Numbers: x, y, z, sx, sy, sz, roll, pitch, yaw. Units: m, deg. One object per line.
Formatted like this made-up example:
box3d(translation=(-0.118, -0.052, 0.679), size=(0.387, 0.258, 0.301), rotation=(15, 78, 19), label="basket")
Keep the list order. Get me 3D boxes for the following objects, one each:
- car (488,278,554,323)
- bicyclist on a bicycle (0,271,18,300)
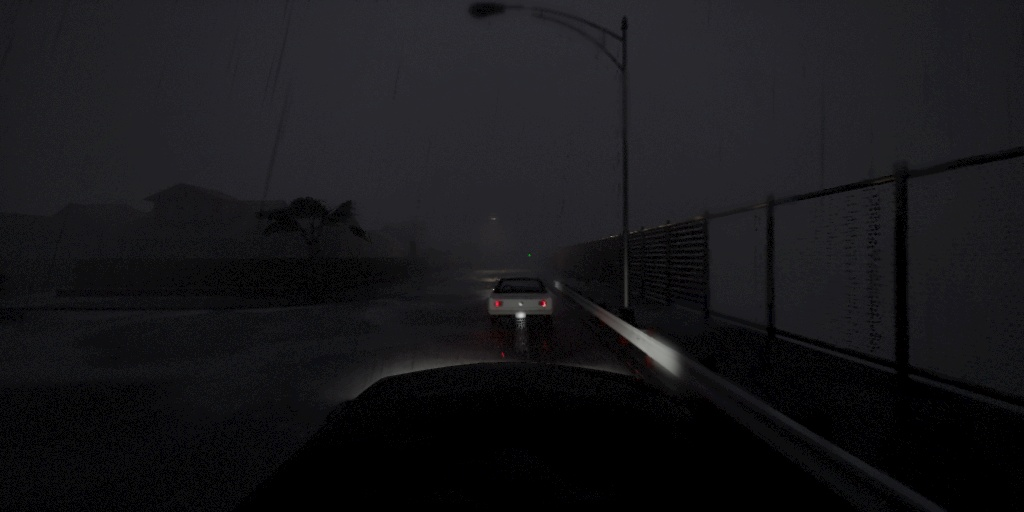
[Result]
box3d(translation=(0.286, 1.385, 12.330), size=(1.895, 1.301, 4.718), rotation=(0, 0, 1), label="car")
box3d(translation=(-23.813, 1.263, 16.447), size=(0.582, 1.620, 1.656), rotation=(0, 0, 1), label="bicyclist on a bicycle")
